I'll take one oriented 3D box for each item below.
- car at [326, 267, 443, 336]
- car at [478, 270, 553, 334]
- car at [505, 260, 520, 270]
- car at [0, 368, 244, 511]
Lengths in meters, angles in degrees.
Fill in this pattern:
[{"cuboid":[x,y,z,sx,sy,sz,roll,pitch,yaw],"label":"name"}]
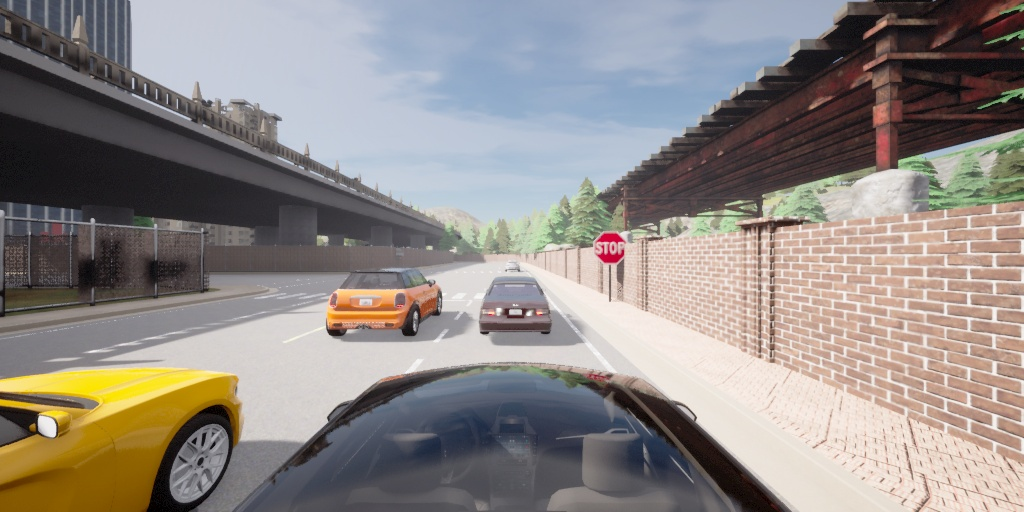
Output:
[{"cuboid":[-3.423,1.102,10.515,2.097,1.767,4.553,0,0,0],"label":"car"},{"cuboid":[0.078,1.297,10.537,2.033,1.411,5.357,0,0,0],"label":"car"},{"cuboid":[0.067,1.276,46.383,1.812,1.442,4.674,0,0,-1],"label":"car"},{"cuboid":[-3.398,1.228,1.257,1.882,1.535,5.008,0,0,0],"label":"car"}]
